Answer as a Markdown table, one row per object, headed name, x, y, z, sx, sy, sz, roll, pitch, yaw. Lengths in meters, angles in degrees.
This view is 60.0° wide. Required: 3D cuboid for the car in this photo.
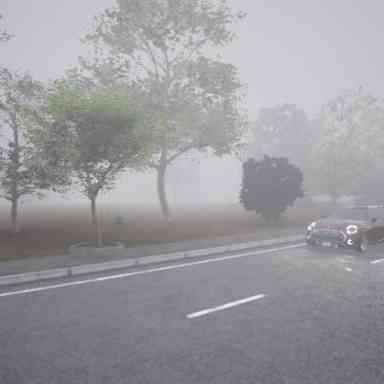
| name | x | y | z | sx | sy | sz | roll | pitch | yaw |
| --- | --- | --- | --- | --- | --- | --- | --- | --- | --- |
| car | 6.729 | 1.354 | 13.859 | 4.553 | 1.767 | 2.097 | 0 | 0 | -40 |
